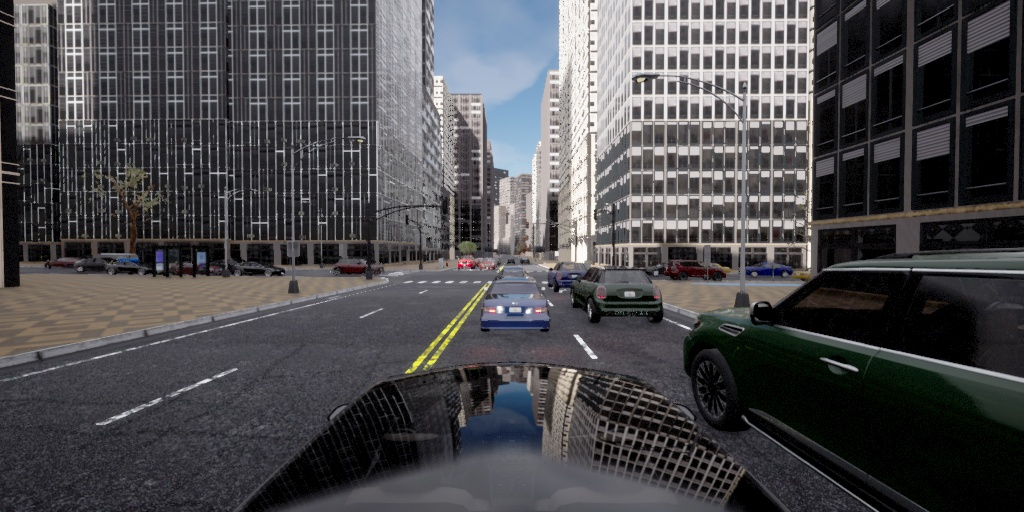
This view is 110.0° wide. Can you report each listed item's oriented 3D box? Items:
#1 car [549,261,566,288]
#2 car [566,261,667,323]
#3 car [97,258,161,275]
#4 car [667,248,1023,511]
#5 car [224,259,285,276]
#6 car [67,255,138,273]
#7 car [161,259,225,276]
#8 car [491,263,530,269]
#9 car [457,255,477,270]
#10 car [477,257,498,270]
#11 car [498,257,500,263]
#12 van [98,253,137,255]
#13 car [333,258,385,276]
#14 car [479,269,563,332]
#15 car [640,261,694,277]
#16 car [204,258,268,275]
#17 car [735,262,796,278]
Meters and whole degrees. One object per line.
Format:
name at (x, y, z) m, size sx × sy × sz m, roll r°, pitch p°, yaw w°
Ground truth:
car at (3.307, 1.092, 21.129) m, size 2.097 × 1.767 × 4.553 m, roll 0°, pitch 0°, yaw 0°
car at (3.327, 1.097, 12.265) m, size 2.097 × 1.767 × 4.553 m, roll 0°, pitch 0°, yaw 0°
car at (-34.165, 1.069, 32.532) m, size 4.313 × 1.339 × 1.948 m, roll 0°, pitch 0°, yaw 1°
car at (3.345, 0.971, 2.418) m, size 2.150 × 2.045 × 5.566 m, roll 0°, pitch 0°, yaw 0°
car at (-22.799, 1.173, 32.251) m, size 4.313 × 1.339 × 1.948 m, roll 0°, pitch 0°, yaw 1°
car at (-40.009, 0.912, 35.278) m, size 4.892 × 1.490 × 1.837 m, roll 1°, pitch 1°, yaw 1°
car at (-28.484, 1.138, 32.371) m, size 4.207 × 1.307 × 1.802 m, roll 0°, pitch 0°, yaw 1°
car at (0.058, 1.304, 20.062) m, size 1.994 × 1.385 × 4.181 m, roll 0°, pitch 0°, yaw 0°
car at (-6.704, 0.935, 53.403) m, size 2.150 × 2.045 × 5.566 m, roll 0°, pitch 0°, yaw 0°
car at (-3.424, 1.068, 51.257) m, size 2.097 × 1.767 × 4.553 m, roll 0°, pitch 0°, yaw -1°
car at (-3.461, 1.232, 60.101) m, size 1.812 × 1.442 × 4.674 m, roll 0°, pitch 0°, yaw 0°
van at (-45.375, 0.605, 41.167) m, size 3.998 × 1.789 × 1.690 m, roll 0°, pitch 0°, yaw 1°
car at (-14.643, 0.995, 34.485) m, size 4.553 × 1.767 × 2.097 m, roll 1°, pitch 1°, yaw 6°
car at (0.082, 1.293, 10.819) m, size 2.033 × 1.411 × 5.357 m, roll 0°, pitch 0°, yaw 0°
car at (16.218, 1.365, 37.609) m, size 4.892 × 1.490 × 1.837 m, roll 0°, pitch 1°, yaw -1°
car at (-26.925, 1.030, 35.033) m, size 4.892 × 1.490 × 1.837 m, roll 1°, pitch 1°, yaw 1°
car at (26.370, 1.427, 37.434) m, size 5.008 × 1.535 × 1.882 m, roll 0°, pitch 1°, yaw 1°
